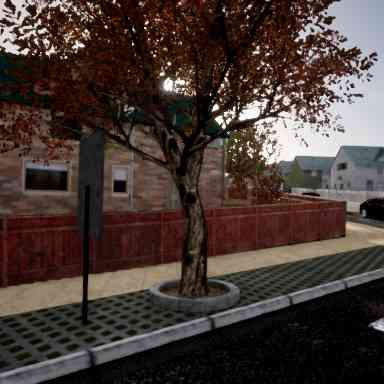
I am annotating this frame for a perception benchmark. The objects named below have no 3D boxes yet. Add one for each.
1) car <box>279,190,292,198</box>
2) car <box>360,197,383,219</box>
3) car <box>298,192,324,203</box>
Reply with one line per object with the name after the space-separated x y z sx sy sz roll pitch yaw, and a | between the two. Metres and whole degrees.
13.927 0.354 51.498 1.895 1.301 4.718 1 2 -3 | car
12.780 1.140 21.436 1.837 1.490 4.892 1 2 -3 | car
12.078 0.770 33.490 1.812 1.442 4.674 1 2 -3 | car
